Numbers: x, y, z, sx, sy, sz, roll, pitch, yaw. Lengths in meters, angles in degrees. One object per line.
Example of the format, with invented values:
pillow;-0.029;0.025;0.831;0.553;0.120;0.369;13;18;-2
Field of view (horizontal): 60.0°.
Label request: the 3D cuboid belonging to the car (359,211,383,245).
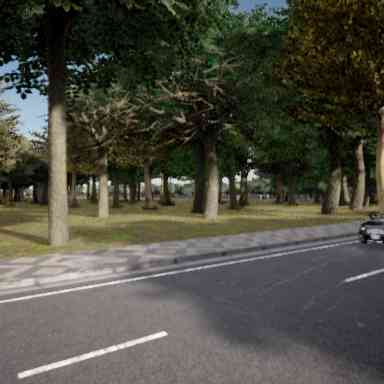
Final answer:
car;8.981;1.442;14.126;4.902;1.511;2.128;0;0;-36
